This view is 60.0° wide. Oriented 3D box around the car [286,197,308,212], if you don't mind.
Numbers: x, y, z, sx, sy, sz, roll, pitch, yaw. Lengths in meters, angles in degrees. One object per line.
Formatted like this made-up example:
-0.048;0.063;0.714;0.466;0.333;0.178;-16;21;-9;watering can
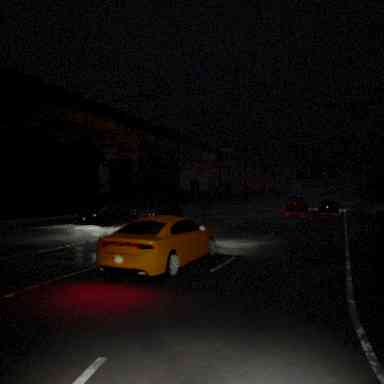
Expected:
12.529;1.340;39.590;2.097;1.767;4.553;0;0;24;car

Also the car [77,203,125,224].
-6.217;1.518;24.252;1.812;1.442;4.674;0;0;24;car

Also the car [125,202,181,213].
-2.387;1.484;24.229;2.128;1.511;4.902;0;0;25;car

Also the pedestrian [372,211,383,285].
4.590;1.291;7.925;0.375;1.860;0.375;0;0;25;pedestrian

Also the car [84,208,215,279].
-0.788;1.474;10.247;1.882;1.535;5.008;0;0;23;car

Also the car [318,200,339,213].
15.153;1.553;36.931;1.994;1.385;4.181;0;0;25;car
